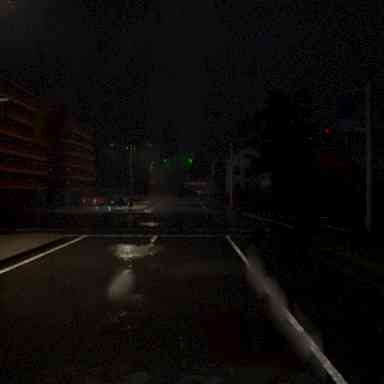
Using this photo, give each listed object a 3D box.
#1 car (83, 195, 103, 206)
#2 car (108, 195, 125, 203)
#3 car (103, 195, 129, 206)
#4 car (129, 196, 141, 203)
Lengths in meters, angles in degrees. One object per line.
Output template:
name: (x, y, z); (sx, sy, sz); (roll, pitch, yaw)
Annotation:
car: (-15.127, 1.209, 50.987); (2.097, 1.767, 4.553); (0, 0, 0)
car: (-15.085, 1.359, 66.678); (2.033, 1.411, 5.357); (0, 0, 0)
car: (-11.629, 1.352, 51.157); (2.128, 1.511, 4.902); (0, 0, 0)
car: (-11.587, 1.417, 66.885); (1.895, 1.301, 4.718); (0, 0, 0)
